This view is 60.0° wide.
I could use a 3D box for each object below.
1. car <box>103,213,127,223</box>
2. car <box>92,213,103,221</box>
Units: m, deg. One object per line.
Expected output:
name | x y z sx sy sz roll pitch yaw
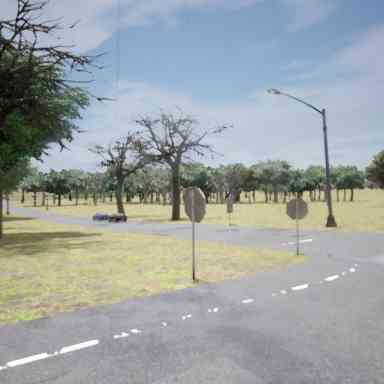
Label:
car | -12.284 4.183 54.416 1.882 1.535 5.008 -1 -2 -34
car | -16.775 4.510 60.924 1.882 1.535 5.008 -1 -1 -34
